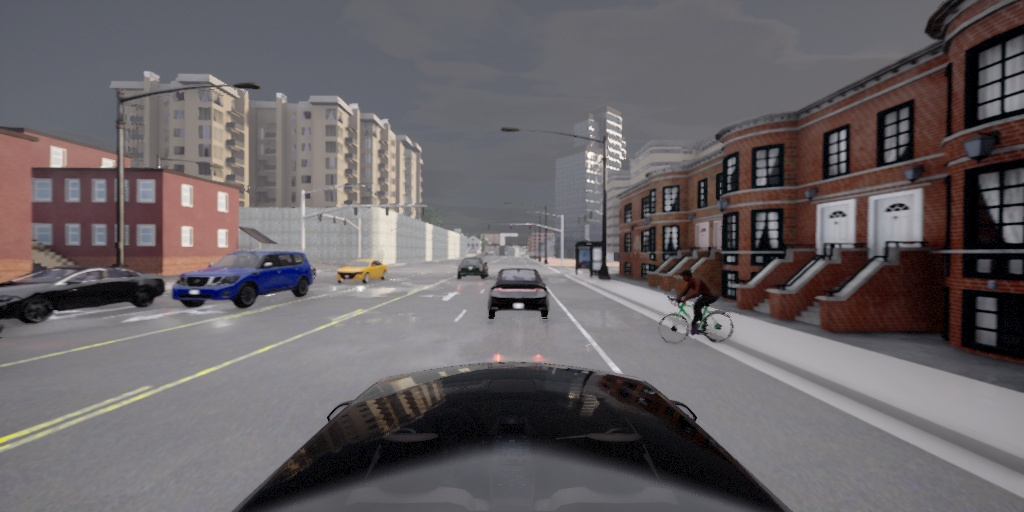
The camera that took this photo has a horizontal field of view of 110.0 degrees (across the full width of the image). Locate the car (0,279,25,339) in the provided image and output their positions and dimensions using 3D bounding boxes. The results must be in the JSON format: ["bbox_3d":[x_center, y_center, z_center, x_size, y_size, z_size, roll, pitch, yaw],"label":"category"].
[{"bbox_3d":[-10.590,1.221,4.317,2.033,1.411,5.357,0,0,1],"label":"car"}]

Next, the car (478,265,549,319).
[{"bbox_3d":[0.222,1.156,12.391,2.128,1.511,4.902,0,0,1],"label":"car"}]

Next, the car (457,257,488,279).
[{"bbox_3d":[-3.055,0.868,28.640,2.097,1.767,4.553,0,0,1],"label":"car"}]

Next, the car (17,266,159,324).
[{"bbox_3d":[-13.979,1.089,11.431,2.128,1.511,4.902,0,0,1],"label":"car"}]

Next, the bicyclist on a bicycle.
[{"bbox_3d":[4.010,1.114,7.857,1.656,1.620,0.582,-3,0,1],"label":"bicyclist on a bicycle"}]

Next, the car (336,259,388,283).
[{"bbox_3d":[-10.253,0.986,24.888,1.882,1.535,5.008,0,0,1],"label":"car"}]

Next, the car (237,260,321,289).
[{"bbox_3d":[-13.819,1.020,21.716,1.837,1.490,4.892,0,0,1],"label":"car"}]

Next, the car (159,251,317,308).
[{"bbox_3d":[-10.431,0.812,14.588,2.150,2.045,5.566,0,0,1],"label":"car"}]
